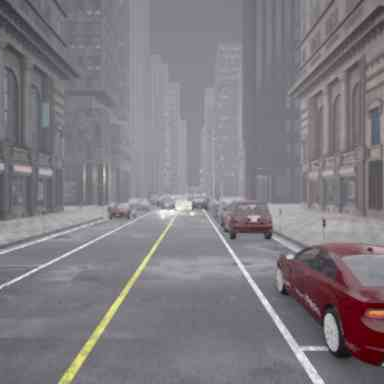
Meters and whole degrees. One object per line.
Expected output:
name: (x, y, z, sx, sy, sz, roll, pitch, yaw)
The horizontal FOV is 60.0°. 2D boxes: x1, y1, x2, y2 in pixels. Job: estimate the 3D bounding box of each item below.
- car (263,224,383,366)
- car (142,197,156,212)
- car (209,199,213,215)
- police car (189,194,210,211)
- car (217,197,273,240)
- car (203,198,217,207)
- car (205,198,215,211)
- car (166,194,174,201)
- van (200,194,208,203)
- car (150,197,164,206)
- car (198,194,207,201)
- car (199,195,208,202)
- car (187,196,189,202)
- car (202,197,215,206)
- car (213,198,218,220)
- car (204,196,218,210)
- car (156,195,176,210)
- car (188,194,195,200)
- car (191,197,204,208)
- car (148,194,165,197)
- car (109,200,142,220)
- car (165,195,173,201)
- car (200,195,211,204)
car: (2.752, 1.547, 5.881, 1.887, 1.381, 4.507, 0, 0, 0)
car: (-5.813, 1.568, 39.477, 2.008, 1.369, 4.403, 0, 0, 0)
car: (2.726, 1.578, 28.287, 1.947, 1.339, 4.313, 0, 0, 0)
police car: (0.851, 1.444, 40.796, 1.930, 1.638, 5.238, 0, 0, 0)
car: (2.738, 1.322, 17.084, 2.192, 1.841, 5.009, 0, 0, 0)
car: (2.699, 1.605, 50.695, 1.802, 1.307, 4.206, 0, 0, 0)
car: (2.719, 1.566, 33.890, 2.008, 1.369, 4.403, 0, 0, 0)
car: (-5.874, 1.486, 89.896, 1.967, 1.590, 4.097, 0, 0, 0)
van: (2.671, 1.377, 73.102, 1.690, 1.788, 3.998, 0, 0, 0)
car: (-5.833, 1.592, 56.283, 1.947, 1.339, 4.313, 0, 0, 0)
car: (2.657, 1.357, 84.306, 2.192, 1.841, 5.009, 0, 0, 0)
car: (2.665, 1.479, 78.703, 1.967, 1.590, 4.097, 0, 0, 0)
car: (-0.090, 1.487, 75.086, 1.895, 1.301, 4.718, 0, 0, 0)
car: (2.692, 1.592, 56.297, 1.947, 1.339, 4.313, 0, 0, 0)
car: (2.732, 1.450, 22.686, 1.967, 1.590, 4.097, 0, 0, 0)
car: (2.712, 1.543, 39.661, 1.752, 1.417, 4.829, 0, 0, 0)
car: (-3.141, 1.512, 44.221, 2.128, 1.511, 4.902, 0, 0, 0)
car: (-0.110, 1.362, 91.843, 1.837, 1.490, 4.892, 0, 0, 0)
car: (0.839, 1.528, 50.686, 1.837, 1.490, 4.892, 0, 0, 0)
car: (-5.828, 1.338, 50.681, 2.192, 1.841, 5.009, 0, 0, 0)
car: (-5.800, 1.557, 28.272, 1.887, 1.381, 4.507, 0, 0, 0)
car: (-5.867, 1.568, 84.124, 1.752, 1.417, 4.829, 0, 0, 0)
car: (2.678, 1.472, 67.500, 1.967, 1.590, 4.097, 0, 0, 0)
